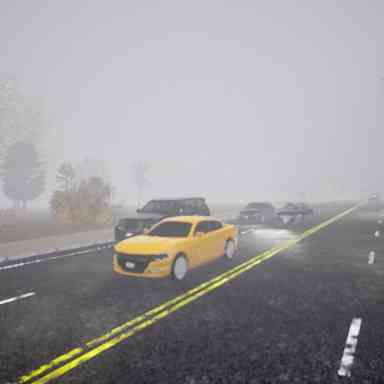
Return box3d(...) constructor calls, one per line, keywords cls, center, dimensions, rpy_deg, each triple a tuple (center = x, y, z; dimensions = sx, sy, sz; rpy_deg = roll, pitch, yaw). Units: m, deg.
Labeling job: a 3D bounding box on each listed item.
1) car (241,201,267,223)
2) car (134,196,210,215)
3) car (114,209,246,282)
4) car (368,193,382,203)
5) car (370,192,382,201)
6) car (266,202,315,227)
box3d(cls="car", center=(5.122, 1.506, 25.776), dimensions=(1.837, 1.490, 4.892), rpy_deg=(-1, 1, 31))
box3d(cls="car", center=(-1.052, 1.268, 15.343), dimensions=(2.150, 2.045, 5.566), rpy_deg=(-1, 1, 31))
box3d(cls="car", center=(-0.247, 1.509, 10.303), dimensions=(1.882, 1.535, 5.008), rpy_deg=(-1, 0, 31))
box3d(cls="car", center=(32.946, 1.267, 60.026), dimensions=(2.128, 1.511, 4.902), rpy_deg=(-1, 0, 31))
box3d(cls="car", center=(38.218, 0.903, 68.977), dimensions=(2.097, 1.767, 4.553), rpy_deg=(-1, 0, 31))
box3d(cls="car", center=(7.062, 1.466, 22.670), dimensions=(2.128, 1.511, 4.902), rpy_deg=(-1, 0, 31))
